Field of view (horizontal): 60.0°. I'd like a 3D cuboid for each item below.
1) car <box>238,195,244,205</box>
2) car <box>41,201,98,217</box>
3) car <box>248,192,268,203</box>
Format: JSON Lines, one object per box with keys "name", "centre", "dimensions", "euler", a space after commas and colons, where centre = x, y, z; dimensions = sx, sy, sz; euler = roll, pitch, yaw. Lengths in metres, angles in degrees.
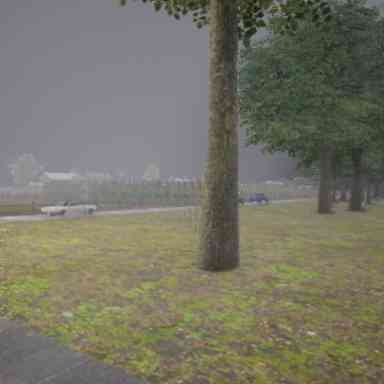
{"name": "car", "centre": [6.569, 1.109, 54.755], "dimensions": [2.150, 2.045, 5.566], "euler": [-1, -1, 35]}
{"name": "car", "centre": [-10.891, 1.505, 29.937], "dimensions": [1.895, 1.301, 4.718], "euler": [-1, -1, 35]}
{"name": "car", "centre": [12.667, 1.092, 63.531], "dimensions": [2.150, 2.045, 5.566], "euler": [-1, -1, 35]}
